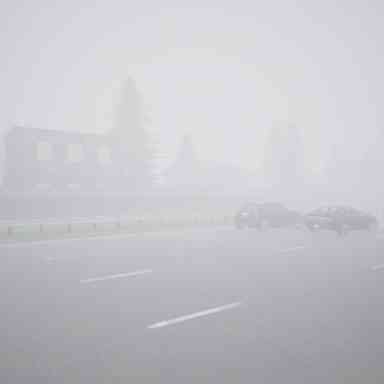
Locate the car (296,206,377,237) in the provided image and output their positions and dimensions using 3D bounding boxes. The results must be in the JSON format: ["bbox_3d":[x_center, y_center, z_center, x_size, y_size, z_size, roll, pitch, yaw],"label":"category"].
[{"bbox_3d":[8.264,1.498,18.244,4.902,1.511,2.128,0,0,-36],"label":"car"}]

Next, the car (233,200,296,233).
[{"bbox_3d":[4.705,1.359,20.006,4.553,1.767,2.097,0,0,-36],"label":"car"}]
